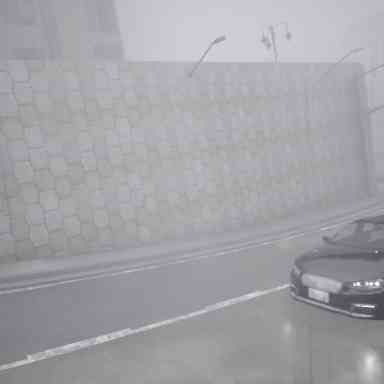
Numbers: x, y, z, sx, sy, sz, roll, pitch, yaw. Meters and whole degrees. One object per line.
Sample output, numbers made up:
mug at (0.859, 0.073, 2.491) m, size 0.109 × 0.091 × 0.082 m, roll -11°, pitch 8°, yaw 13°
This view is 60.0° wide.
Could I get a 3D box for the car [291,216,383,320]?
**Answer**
car at (4.061, 1.297, 6.883) m, size 4.902 × 1.511 × 2.128 m, roll -4°, pitch 2°, yaw -35°
